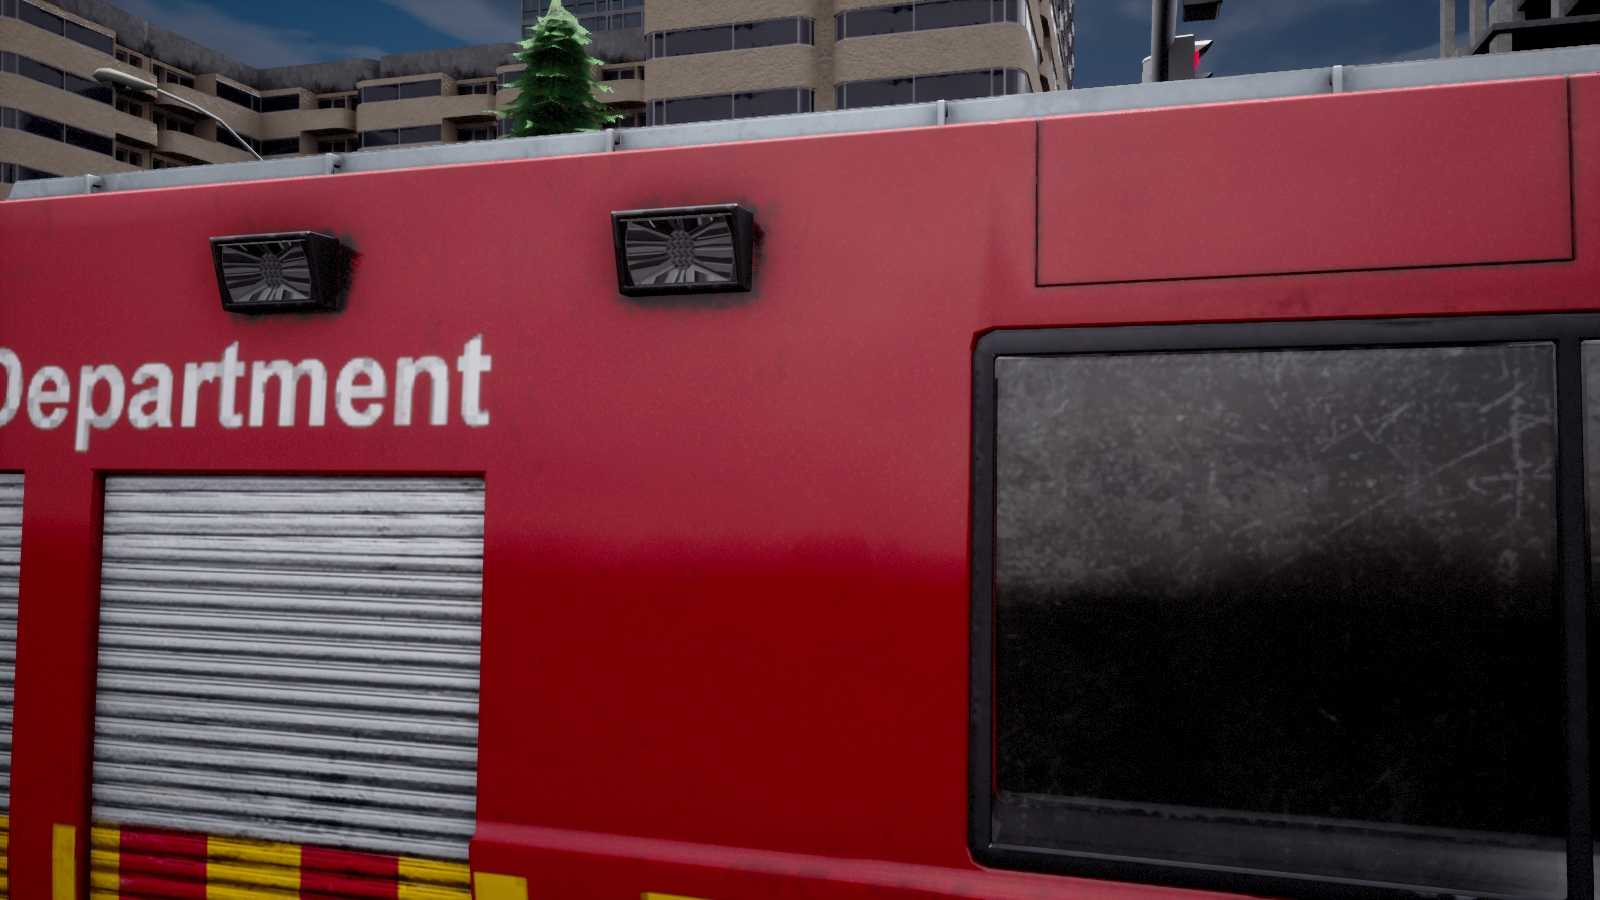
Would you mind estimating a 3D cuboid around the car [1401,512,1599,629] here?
[{"bbox_3d":[12.484,2.038,20.491,2.038,1.542,4.974,0,0,16],"label":"car"}]

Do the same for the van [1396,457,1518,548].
[{"bbox_3d":[20.589,1.534,36.086,1.988,2.561,5.915,0,0,16],"label":"van"}]

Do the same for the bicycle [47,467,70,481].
[{"bbox_3d":[-65.142,2.102,100.377,1.487,1.276,0.859,0,0,15],"label":"bicycle"}]
